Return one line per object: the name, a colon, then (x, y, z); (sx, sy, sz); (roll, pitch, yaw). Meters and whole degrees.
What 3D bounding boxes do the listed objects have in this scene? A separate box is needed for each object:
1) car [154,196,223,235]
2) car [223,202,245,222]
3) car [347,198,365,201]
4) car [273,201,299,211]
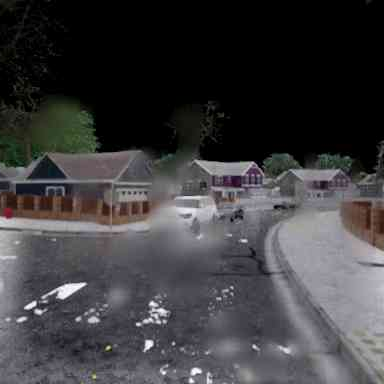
car: (-0.146, 1.245, 19.425); (2.150, 2.045, 5.566); (0, 0, 21)
car: (2.931, 1.549, 26.734); (2.128, 1.511, 4.902); (0, 0, 23)
car: (29.338, 1.883, 60.051); (5.008, 1.535, 1.882); (-1, 1, -34)
car: (12.203, 1.781, 43.254); (1.895, 1.301, 4.718); (0, 0, 37)
